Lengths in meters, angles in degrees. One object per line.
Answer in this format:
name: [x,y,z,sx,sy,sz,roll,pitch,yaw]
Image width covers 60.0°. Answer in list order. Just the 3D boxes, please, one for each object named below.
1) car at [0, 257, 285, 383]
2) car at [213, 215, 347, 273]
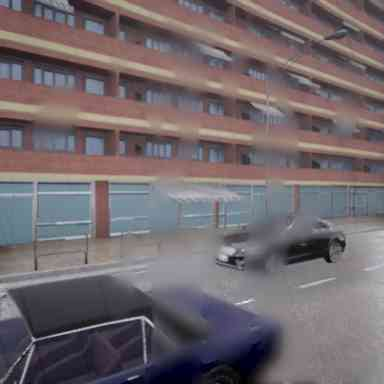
car: [-1.399,1.601,2.976,4.718,1.301,1.895,0,0,-36]
car: [2.827,1.488,10.290,4.902,1.511,2.128,0,0,-35]
